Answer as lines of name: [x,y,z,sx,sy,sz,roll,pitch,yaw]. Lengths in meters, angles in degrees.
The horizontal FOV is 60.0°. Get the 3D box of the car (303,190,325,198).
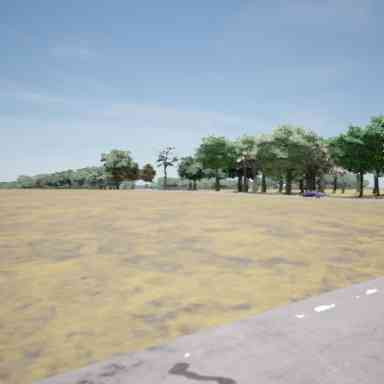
car: [27.140,0.418,74.070,2.097,1.767,4.553,0,2,-36]
